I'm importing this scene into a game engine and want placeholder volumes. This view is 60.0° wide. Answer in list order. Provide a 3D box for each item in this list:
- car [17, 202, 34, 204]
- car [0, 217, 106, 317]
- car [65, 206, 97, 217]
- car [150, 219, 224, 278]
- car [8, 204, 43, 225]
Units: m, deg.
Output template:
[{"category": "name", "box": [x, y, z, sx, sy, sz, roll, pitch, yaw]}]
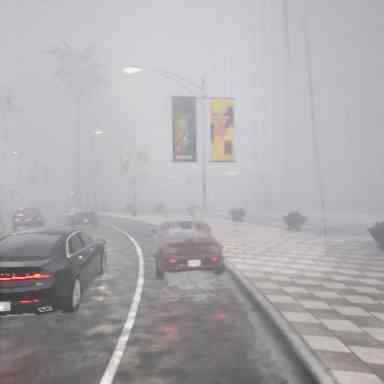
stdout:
[{"category": "car", "box": [-18.662, 1.861, 36.968, 5.008, 1.535, 1.882, -1, 0, 41]}, {"category": "car", "box": [-3.242, 1.578, 7.713, 1.837, 1.490, 4.892, 0, 0, -5]}, {"category": "car", "box": [-7.919, 1.723, 23.619, 1.812, 1.442, 4.674, 0, 0, -26]}, {"category": "car", "box": [-0.285, 1.573, 10.348, 1.812, 1.442, 4.674, -1, 0, -9]}, {"category": "car", "box": [-11.377, 1.784, 23.034, 2.033, 1.411, 5.357, -1, 0, -29]}]
